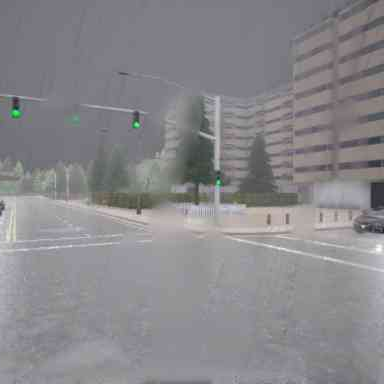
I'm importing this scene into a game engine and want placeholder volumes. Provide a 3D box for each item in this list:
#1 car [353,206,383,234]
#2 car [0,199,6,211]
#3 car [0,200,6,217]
[{"bbox_3d":[10.799,1.505,17.959,4.892,1.490,1.837,0,0,-28],"label":"car"},{"bbox_3d":[-23.940,1.600,40.837,1.895,1.301,4.718,0,0,-28],"label":"car"},{"bbox_3d":[-18.659,1.600,30.860,1.895,1.301,4.718,0,0,-27],"label":"car"}]
